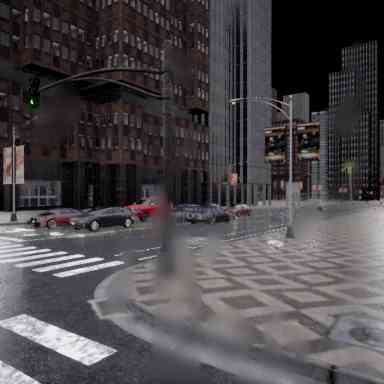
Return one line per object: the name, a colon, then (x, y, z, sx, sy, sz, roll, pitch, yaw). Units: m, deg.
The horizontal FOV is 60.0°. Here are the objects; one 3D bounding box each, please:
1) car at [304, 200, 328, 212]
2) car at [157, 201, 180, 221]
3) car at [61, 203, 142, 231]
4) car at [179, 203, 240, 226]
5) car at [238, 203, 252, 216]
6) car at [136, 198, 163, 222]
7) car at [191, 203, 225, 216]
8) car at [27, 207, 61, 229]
car: (19.355, 2.372, 52.708, 2.033, 1.411, 5.357, 0, -1, 35)
car: (-0.501, 1.873, 30.346, 2.128, 1.511, 4.902, 0, -1, 35)
car: (-5.975, 1.748, 22.536, 1.837, 1.490, 4.892, 0, -1, 35)
car: (1.553, 1.914, 27.271, 2.033, 1.411, 5.357, 0, -1, 35)
car: (5.385, 2.057, 38.730, 1.812, 1.442, 4.674, 0, -1, 35)
car: (-3.976, 1.579, 31.051, 2.150, 2.045, 5.566, 0, -1, 35)
car: (1.954, 2.034, 39.515, 1.812, 1.442, 4.674, 0, -1, 35)
car: (-9.264, 1.788, 23.491, 1.994, 1.385, 4.181, 0, -1, 36)
